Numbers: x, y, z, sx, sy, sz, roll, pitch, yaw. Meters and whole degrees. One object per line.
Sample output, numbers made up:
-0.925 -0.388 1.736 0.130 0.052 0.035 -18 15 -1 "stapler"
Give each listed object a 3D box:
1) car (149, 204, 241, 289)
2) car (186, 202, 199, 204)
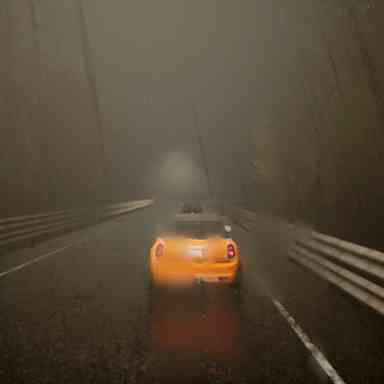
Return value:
0.078 1.388 9.414 2.097 1.767 4.553 0 0 0 "car"
0.051 1.731 34.708 1.895 1.301 4.718 0 0 0 "car"
